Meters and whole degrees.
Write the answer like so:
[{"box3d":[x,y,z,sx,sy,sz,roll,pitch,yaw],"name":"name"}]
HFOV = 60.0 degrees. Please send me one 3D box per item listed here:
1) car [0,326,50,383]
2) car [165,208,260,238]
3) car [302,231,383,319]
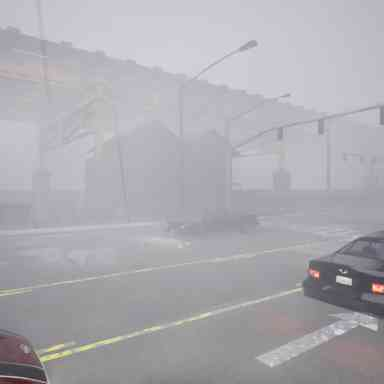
[{"box3d":[-3.048,1.352,1.573,4.553,1.767,2.097,0,0,-36],"name":"car"},{"box3d":[1.224,1.547,17.768,5.357,1.411,2.033,0,0,-36],"name":"car"},{"box3d":[4.631,1.547,7.092,5.357,1.411,2.033,0,0,-35],"name":"car"}]
